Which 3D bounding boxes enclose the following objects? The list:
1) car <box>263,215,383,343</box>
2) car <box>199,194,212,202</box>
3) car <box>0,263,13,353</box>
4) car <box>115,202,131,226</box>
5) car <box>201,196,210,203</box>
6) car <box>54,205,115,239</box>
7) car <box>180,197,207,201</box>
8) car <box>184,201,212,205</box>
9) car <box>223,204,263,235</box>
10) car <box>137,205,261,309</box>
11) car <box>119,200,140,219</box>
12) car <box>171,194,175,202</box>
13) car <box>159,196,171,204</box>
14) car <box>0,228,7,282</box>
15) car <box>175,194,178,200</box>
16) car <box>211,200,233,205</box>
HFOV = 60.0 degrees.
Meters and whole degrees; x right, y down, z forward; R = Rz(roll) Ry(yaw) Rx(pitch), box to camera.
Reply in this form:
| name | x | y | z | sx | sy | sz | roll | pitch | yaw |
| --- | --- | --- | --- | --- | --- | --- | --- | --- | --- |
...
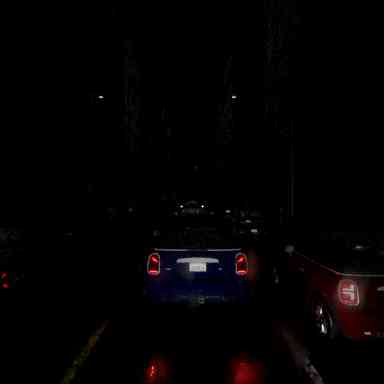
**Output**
| name | x | y | z | sx | sy | sz | roll | pitch | yaw |
| --- | --- | --- | --- | --- | --- | --- | --- | --- | --- |
| car | 2.856 | 1.440 | 6.445 | 1.967 | 1.590 | 4.097 | 0 | 0 | 0 |
| car | 2.912 | 1.484 | 65.541 | 1.967 | 1.590 | 4.097 | 0 | 0 | 0 |
| car | -3.102 | 1.221 | 1.495 | 2.150 | 2.045 | 5.566 | 0 | 0 | 0 |
| car | -5.663 | 1.584 | 22.953 | 1.802 | 1.307 | 4.206 | 0 | 0 | 0 |
| car | 2.924 | 1.579 | 71.120 | 1.752 | 1.417 | 4.829 | 0 | 0 | 0 |
| car | -5.665 | 1.567 | 17.451 | 1.947 | 1.339 | 4.313 | 0 | 0 | 0 |
| car | 0.010 | 1.460 | 27.317 | 1.801 | 1.575 | 5.366 | 0 | 0 | 0 |
| car | 0.102 | 1.479 | 17.295 | 1.882 | 1.535 | 5.008 | 0 | 0 | 0 |
| car | 2.860 | 1.552 | 17.448 | 2.008 | 1.369 | 4.403 | 0 | 0 | 0 |
| car | 0.102 | 1.352 | 8.015 | 2.097 | 1.767 | 4.553 | 0 | 0 | 0 |
| car | -5.661 | 1.443 | 28.454 | 1.967 | 1.590 | 4.097 | 0 | 0 | 0 |
| car | -5.588 | 1.616 | 76.374 | 2.008 | 1.369 | 4.403 | 0 | 0 | 0 |
| car | -5.613 | 1.626 | 65.557 | 1.802 | 1.307 | 4.206 | 0 | 0 | 0 |
| car | -5.669 | 1.582 | 6.449 | 1.802 | 1.307 | 4.206 | 0 | 0 | 0 |
| car | -5.554 | 1.637 | 92.430 | 1.752 | 1.417 | 4.829 | 0 | 0 | 0 |
| car | 2.865 | 1.569 | 28.451 | 1.947 | 1.339 | 4.313 | 0 | 0 | 0 |
